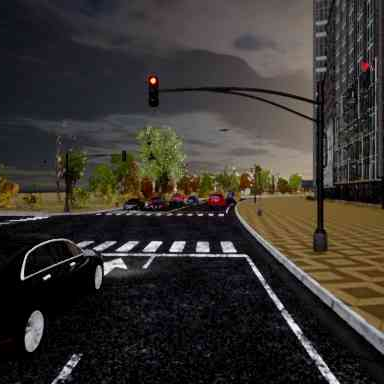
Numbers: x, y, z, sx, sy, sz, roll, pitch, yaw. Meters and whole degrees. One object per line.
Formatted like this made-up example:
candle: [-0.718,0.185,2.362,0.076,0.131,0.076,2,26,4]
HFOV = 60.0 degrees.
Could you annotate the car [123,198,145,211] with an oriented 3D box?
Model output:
car: [-7.104,1.524,41.486,1.812,1.442,4.674,0,0,7]

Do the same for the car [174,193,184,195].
car: [-2.796,1.230,68.358,2.150,2.045,5.566,0,0,11]

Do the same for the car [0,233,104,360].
car: [-3.011,1.504,5.935,1.837,1.490,4.892,0,0,1]

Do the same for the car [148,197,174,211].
car: [-3.926,1.564,40.701,1.994,1.385,4.181,0,0,7]

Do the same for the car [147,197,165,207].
car: [-5.604,1.527,52.409,1.812,1.442,4.674,0,0,8]

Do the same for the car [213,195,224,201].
car: [6.469,1.392,80.534,1.812,1.442,4.674,0,0,14]

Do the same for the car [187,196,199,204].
car: [0.151,1.534,66.527,1.812,1.442,4.674,0,0,11]

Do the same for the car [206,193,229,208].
car: [3.642,1.226,47.031,2.150,2.045,5.566,0,0,8]

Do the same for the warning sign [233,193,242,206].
warning sign: [6.554,1.122,48.257,1.300,1.860,1.060,0,0,8]

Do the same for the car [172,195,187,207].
car: [-2.504,1.603,51.282,1.895,1.301,4.718,0,0,9]

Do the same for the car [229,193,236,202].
car: [9.787,1.246,80.433,2.150,2.045,5.566,0,0,14]

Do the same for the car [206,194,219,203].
car: [4.324,1.362,70.802,2.097,1.767,4.553,0,0,12]
